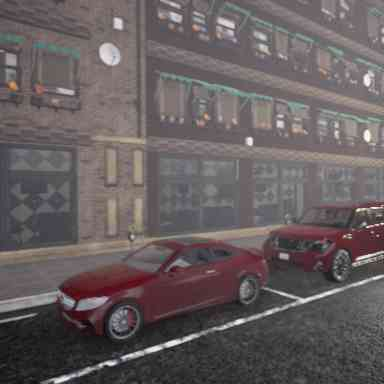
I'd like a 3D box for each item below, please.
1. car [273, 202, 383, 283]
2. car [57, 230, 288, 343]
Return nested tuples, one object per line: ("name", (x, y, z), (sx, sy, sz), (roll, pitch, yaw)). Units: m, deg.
("car", (4.314, 1.244, 9.645), (5.009, 1.841, 2.192), (-1, 0, -36))
("car", (-0.320, 1.556, 6.335), (4.206, 1.307, 1.802), (-1, 0, -36))
